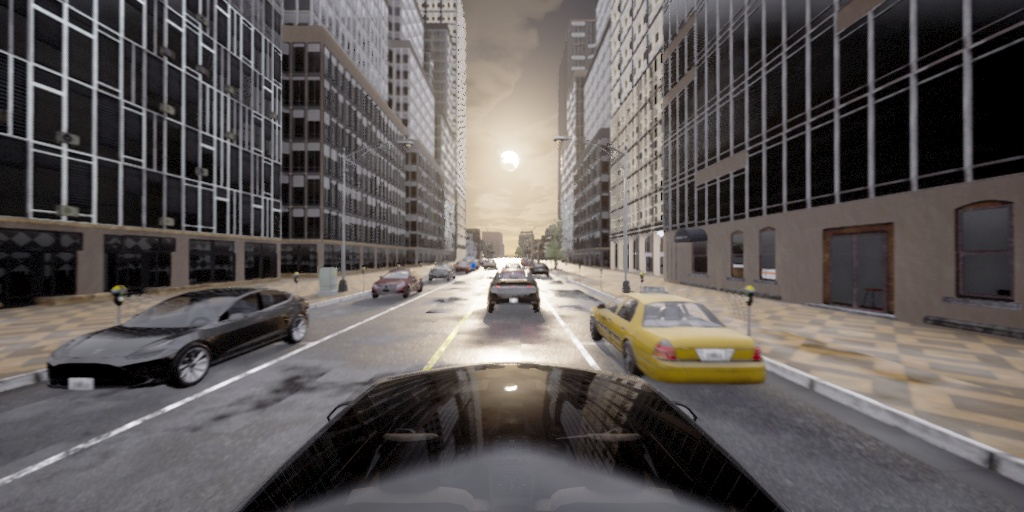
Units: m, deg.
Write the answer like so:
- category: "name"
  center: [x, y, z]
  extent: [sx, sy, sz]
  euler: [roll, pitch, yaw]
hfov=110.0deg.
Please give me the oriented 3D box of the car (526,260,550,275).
- category: "car"
  center: [2.679, 1.306, 35.366]
  extent: [1.948, 1.339, 4.313]
  euler: [0, 0, 0]

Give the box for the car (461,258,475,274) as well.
- category: "car"
  center: [-5.704, 1.282, 41.067]
  extent: [1.888, 1.381, 4.507]
  euler: [0, 0, 0]

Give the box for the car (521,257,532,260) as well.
- category: "car"
  center: [2.670, 1.166, 58.133]
  extent: [1.967, 1.591, 4.097]
  euler: [0, 0, 0]

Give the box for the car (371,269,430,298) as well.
- category: "car"
  center: [-5.695, 1.328, 18.297]
  extent: [1.802, 1.307, 4.207]
  euler: [0, 0, 0]

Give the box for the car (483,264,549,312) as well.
- category: "car"
  center: [0.069, 1.241, 14.205]
  extent: [2.128, 1.511, 4.902]
  euler: [0, 0, 0]

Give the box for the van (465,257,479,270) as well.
- category: "van"
  center: [-5.706, 1.074, 46.760]
  extent: [1.690, 1.789, 3.998]
  euler: [0, 0, 0]

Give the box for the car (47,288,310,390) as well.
- category: "car"
  center: [-5.691, 1.315, 6.914]
  extent: [1.948, 1.339, 4.313]
  euler: [0, 0, 0]

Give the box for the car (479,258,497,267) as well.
- category: "car"
  center: [-3.099, 1.278, 51.673]
  extent: [2.033, 1.411, 5.357]
  euler: [0, 0, 0]

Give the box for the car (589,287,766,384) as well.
- category: "car"
  center: [2.689, 1.275, 7.074]
  extent: [1.751, 1.417, 4.829]
  euler: [0, 0, 0]

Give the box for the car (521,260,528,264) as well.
- category: "car"
  center: [0.065, 1.306, 29.862]
  extent: [1.994, 1.385, 4.181]
  euler: [0, 0, 0]

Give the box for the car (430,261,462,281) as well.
- category: "car"
  center: [-5.700, 1.293, 29.683]
  extent: [2.007, 1.370, 4.403]
  euler: [0, 0, 0]
